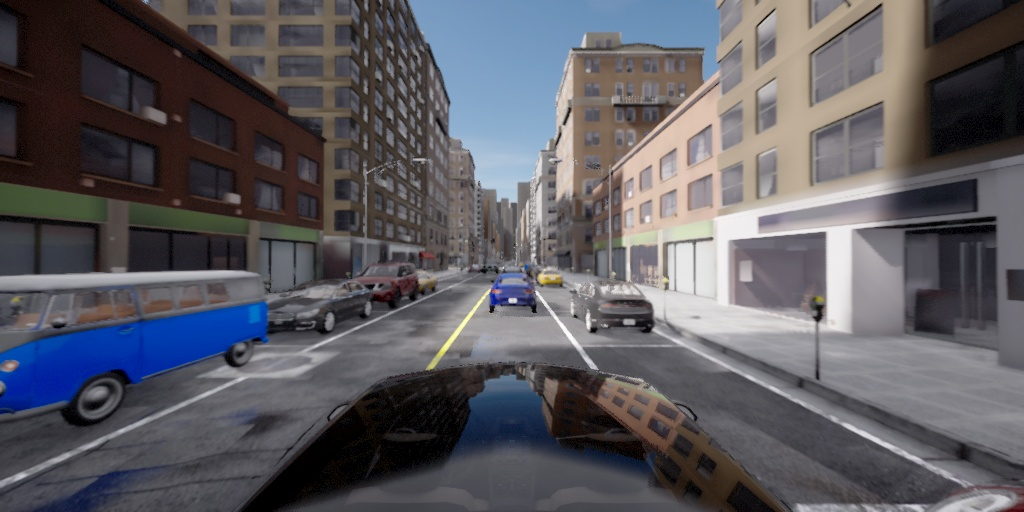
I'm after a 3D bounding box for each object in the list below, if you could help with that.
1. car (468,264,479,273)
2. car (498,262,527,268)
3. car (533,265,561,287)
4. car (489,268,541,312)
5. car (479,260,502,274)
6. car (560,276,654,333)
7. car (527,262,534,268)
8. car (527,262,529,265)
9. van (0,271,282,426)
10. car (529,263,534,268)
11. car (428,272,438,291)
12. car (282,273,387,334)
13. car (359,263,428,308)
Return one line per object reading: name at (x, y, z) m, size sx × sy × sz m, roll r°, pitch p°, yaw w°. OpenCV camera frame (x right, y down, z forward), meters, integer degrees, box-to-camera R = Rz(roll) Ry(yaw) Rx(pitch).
car at (-5.654, 1.935, 54.495) m, size 1.802 × 1.307 × 4.207 m, roll 0°, pitch 0°, yaw 0°
car at (0.057, 1.551, 30.444) m, size 1.882 × 1.535 × 5.008 m, roll 0°, pitch 0°, yaw 0°
car at (2.864, 1.563, 27.434) m, size 1.751 × 1.417 × 4.829 m, roll 0°, pitch 0°, yaw 0°
car at (0.057, 1.422, 14.922) m, size 1.812 × 1.442 × 4.674 m, roll 0°, pitch 0°, yaw 1°
car at (-3.073, 1.549, 52.095) m, size 2.150 × 2.045 × 5.566 m, roll 0°, pitch -1°, yaw 0°
car at (2.860, 1.403, 10.920) m, size 2.007 × 1.370 × 4.403 m, roll 0°, pitch 0°, yaw 0°
car at (2.867, 1.689, 38.330) m, size 1.751 × 1.417 × 4.829 m, roll 0°, pitch 0°, yaw 0°
car at (2.868, 1.792, 43.608) m, size 1.948 × 1.339 × 4.313 m, roll 0°, pitch 0°, yaw 0°
van at (-5.667, 1.131, 5.440) m, size 1.690 × 1.789 × 3.998 m, roll 0°, pitch 0°, yaw 0°
car at (2.865, 1.651, 32.712) m, size 2.007 × 1.370 × 4.403 m, roll 0°, pitch 0°, yaw 0°
car at (-5.662, 1.500, 21.621) m, size 1.751 × 1.417 × 4.829 m, roll 0°, pitch 0°, yaw 0°
car at (-5.665, 1.402, 10.891) m, size 2.007 × 1.370 × 4.403 m, roll 0°, pitch 0°, yaw 0°
car at (-5.664, 1.227, 16.341) m, size 2.192 × 1.841 × 5.009 m, roll 0°, pitch 0°, yaw 0°
